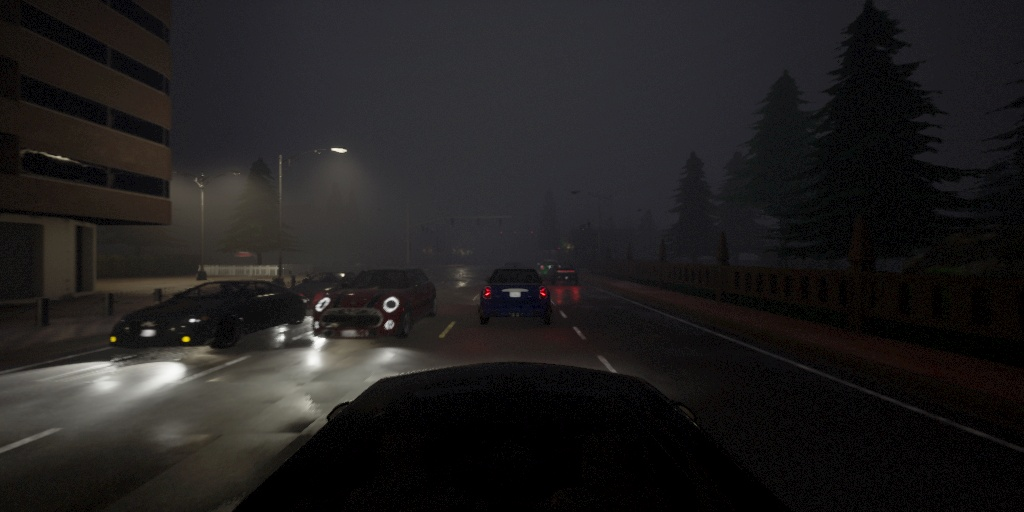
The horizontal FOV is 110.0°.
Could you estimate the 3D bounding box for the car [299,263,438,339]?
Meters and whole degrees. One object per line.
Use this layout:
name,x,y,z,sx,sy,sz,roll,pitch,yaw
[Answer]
car,-3.541,1.102,10.107,2.097,1.767,4.553,0,0,1

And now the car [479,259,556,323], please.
car,0.093,1.102,12.196,2.097,1.767,4.553,0,0,0

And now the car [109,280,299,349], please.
car,-7.098,1.315,8.987,1.994,1.385,4.181,0,0,0

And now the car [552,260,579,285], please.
car,3.593,1.242,26.068,2.128,1.511,4.902,0,0,0

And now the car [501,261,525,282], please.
car,0.091,1.229,30.318,1.882,1.535,5.008,0,0,0

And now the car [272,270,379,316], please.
car,-7.004,1.316,14.048,1.994,1.385,4.181,0,0,0
